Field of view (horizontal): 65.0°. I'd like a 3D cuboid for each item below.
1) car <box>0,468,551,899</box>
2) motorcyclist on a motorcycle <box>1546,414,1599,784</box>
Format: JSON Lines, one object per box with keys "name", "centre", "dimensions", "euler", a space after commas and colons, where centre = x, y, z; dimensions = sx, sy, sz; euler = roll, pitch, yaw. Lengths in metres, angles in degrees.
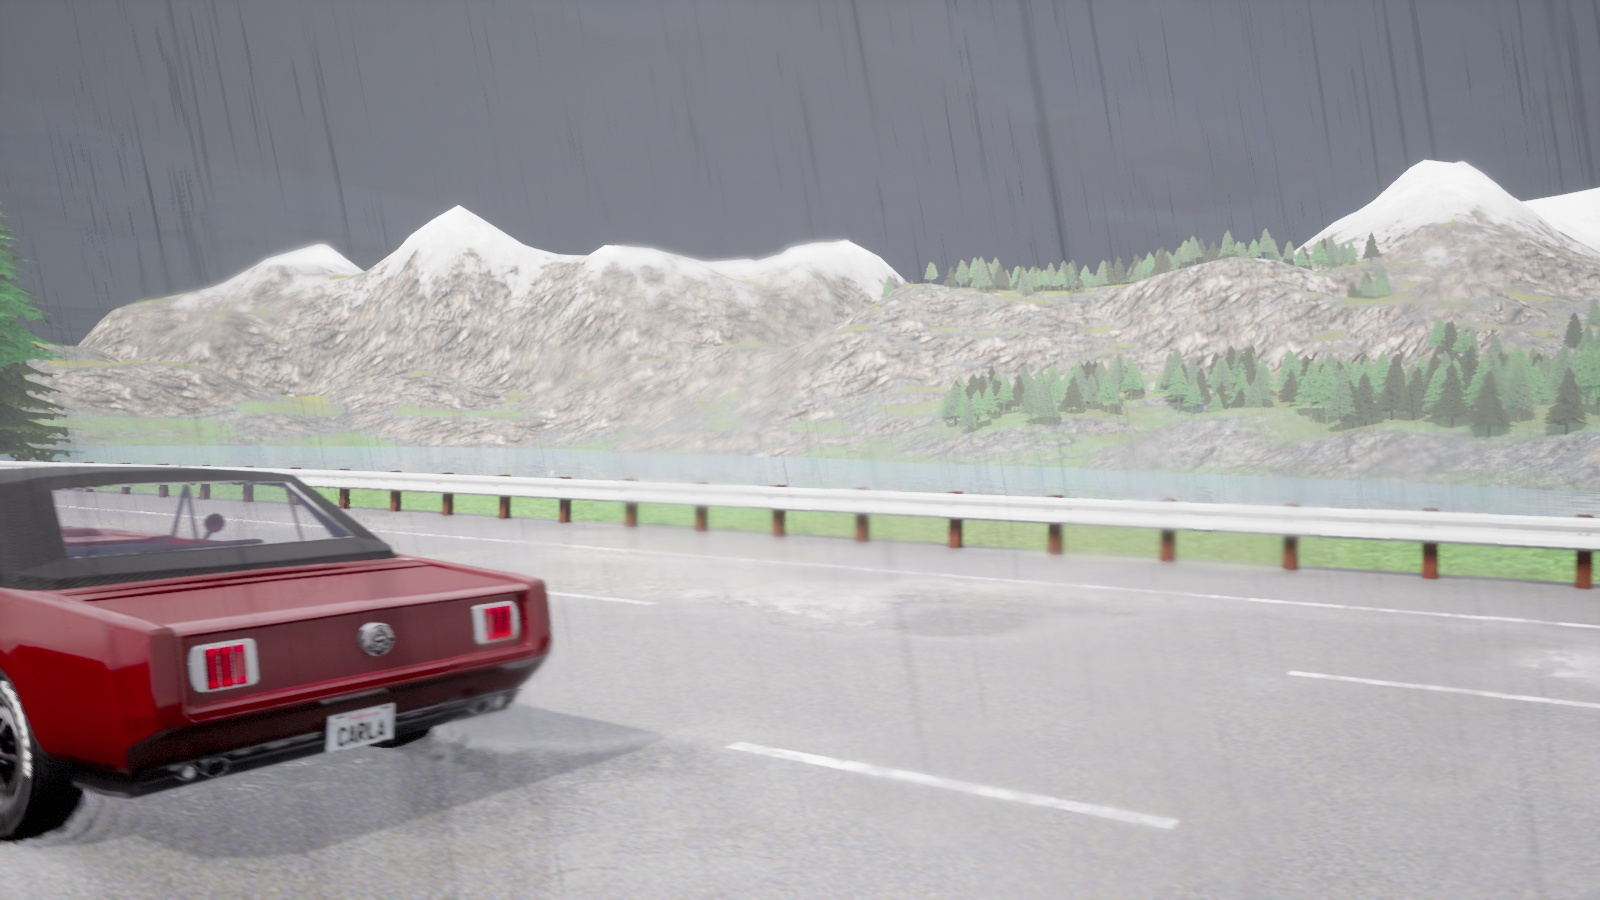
{"name": "car", "centre": [-3.584, 0.782, 6.006], "dimensions": [4.718, 1.301, 1.895], "euler": [0, 1, 34]}
{"name": "motorcyclist on a motorcycle", "centre": [4.202, 0.606, 5.033], "dimensions": [2.044, 1.523, 0.797], "euler": [0, 1, 34]}
